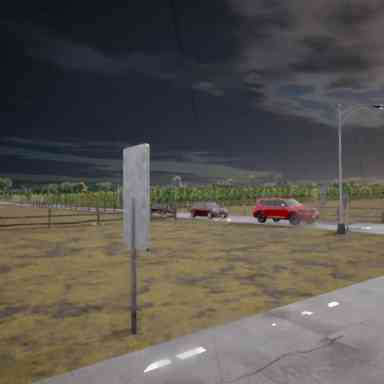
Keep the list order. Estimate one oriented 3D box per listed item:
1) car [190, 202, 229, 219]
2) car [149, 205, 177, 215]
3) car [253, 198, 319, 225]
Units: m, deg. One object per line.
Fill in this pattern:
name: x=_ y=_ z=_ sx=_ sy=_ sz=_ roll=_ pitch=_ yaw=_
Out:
car: x=1.773 y=1.831 z=34.862 sx=2.097 sy=1.767 sz=4.553 roll=0 pitch=-1 yaw=-36
car: x=-3.818 y=2.266 z=42.617 sx=1.895 sy=1.301 sz=4.718 roll=0 pitch=-1 yaw=-36
car: x=7.446 y=1.515 z=26.990 sx=2.150 sy=2.045 sz=5.566 roll=0 pitch=-1 yaw=-36
